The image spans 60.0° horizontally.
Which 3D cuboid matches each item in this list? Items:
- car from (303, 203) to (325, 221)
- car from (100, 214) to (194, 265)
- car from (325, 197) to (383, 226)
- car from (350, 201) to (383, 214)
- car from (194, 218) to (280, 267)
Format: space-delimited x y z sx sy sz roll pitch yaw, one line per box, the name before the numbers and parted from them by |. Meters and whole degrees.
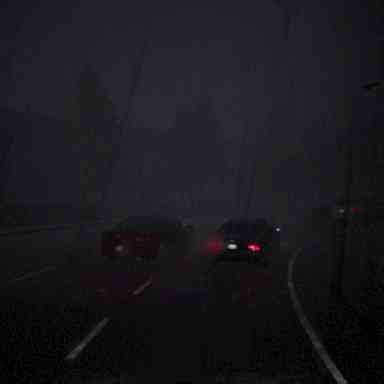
car | 11.564 1.671 27.957 5.008 1.535 1.882 0 -1 -32
car | -1.381 1.563 12.316 1.882 1.535 5.008 0 0 18
car | 12.830 1.393 24.832 5.566 2.045 2.150 0 -1 -32
car | 21.203 1.772 38.670 4.892 1.490 1.837 0 -1 -8
car | 2.014 1.630 11.900 2.033 1.411 5.357 0 0 20
